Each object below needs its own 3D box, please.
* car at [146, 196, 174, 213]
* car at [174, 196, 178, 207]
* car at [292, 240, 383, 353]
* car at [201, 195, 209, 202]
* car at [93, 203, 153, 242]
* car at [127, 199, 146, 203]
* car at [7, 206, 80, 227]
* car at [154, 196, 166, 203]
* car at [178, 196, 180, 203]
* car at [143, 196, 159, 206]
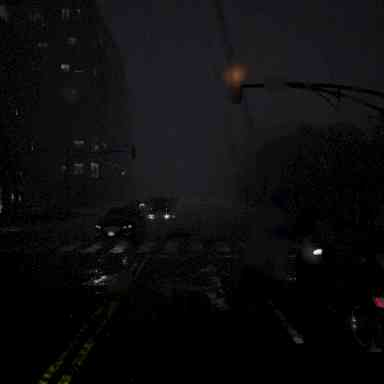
[{"bbox_3d":[-3.452,1.358,36.954,2.097,1.767,4.553,0,0,0],"label":"car"},{"bbox_3d":[-3.487,1.537,50.510,1.812,1.442,4.674,0,0,0],"label":"car"},{"bbox_3d":[3.334,1.564,6.151,1.994,1.385,4.181,0,0,0],"label":"car"},{"bbox_3d":[3.030,1.510,78.528,1.882,1.535,5.008,0,0,0],"label":"car"},{"bbox_3d":[-3.404,1.513,16.430,2.128,1.511,4.902,0,-1,0],"label":"car"},{"bbox_3d":[-6.709,1.552,38.860,2.033,1.411,5.357,0,0,0],"label":"car"},{"bbox_3d":[-10.834,1.713,24.428,4.718,1.301,1.895,-1,0,-38],"label":"car"},{"bbox_3d":[-6.697,1.541,69.757,2.128,1.511,4.902,0,0,0],"label":"car"},{"bbox_3d":[-3.445,1.528,69.226,1.837,1.490,4.892,0,0,0],"label":"car"},{"bbox_3d":[-6.745,1.506,55.462,2.128,1.511,4.902,0,0,0],"label":"car"}]
